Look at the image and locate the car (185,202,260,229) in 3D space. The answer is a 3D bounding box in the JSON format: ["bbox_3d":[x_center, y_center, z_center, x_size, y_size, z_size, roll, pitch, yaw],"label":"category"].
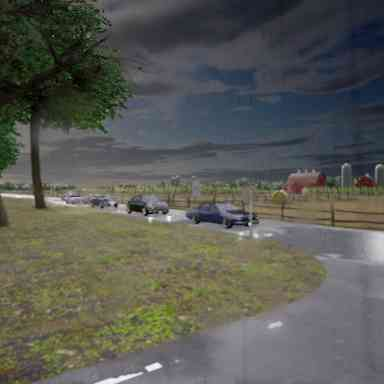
[{"bbox_3d":[1.706,1.363,20.749,2.033,1.411,5.357,-1,1,-36],"label":"car"}]

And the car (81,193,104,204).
[{"bbox_3d":[-14.408,0.884,47.899,1.994,1.385,4.181,-1,1,-35],"label":"car"}]

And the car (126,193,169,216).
[{"bbox_3d":[-3.830,1.014,28.375,2.097,1.767,4.553,-1,1,-36],"label":"car"}]

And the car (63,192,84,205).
[{"bbox_3d":[-15.574,0.978,44.626,1.895,1.301,4.718,-1,1,-35],"label":"car"}]

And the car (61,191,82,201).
[{"bbox_3d":[-20.342,0.686,55.983,2.128,1.511,4.902,-1,1,-36],"label":"car"}]

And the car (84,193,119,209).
[{"bbox_3d":[-9.696,1.004,36.475,2.128,1.511,4.902,-1,1,-36],"label":"car"}]
